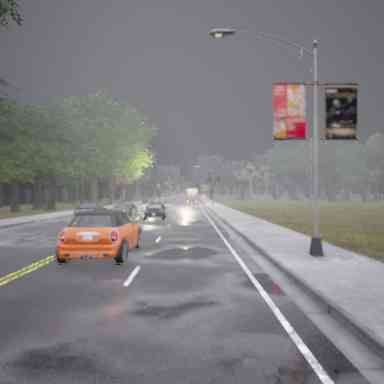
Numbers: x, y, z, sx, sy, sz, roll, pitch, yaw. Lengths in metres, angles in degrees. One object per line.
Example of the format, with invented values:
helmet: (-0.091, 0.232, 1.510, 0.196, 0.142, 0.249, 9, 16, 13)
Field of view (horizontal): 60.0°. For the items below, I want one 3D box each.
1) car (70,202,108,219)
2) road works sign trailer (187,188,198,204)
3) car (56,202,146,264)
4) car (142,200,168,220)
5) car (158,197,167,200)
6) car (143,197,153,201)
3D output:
car: (-9.912, 1.746, 32.448, 2.033, 1.411, 5.357, 0, 0, 0)
road works sign trailer: (0.067, 0.921, 73.782, 2.380, 3.560, 2.880, 0, 0, 0)
car: (-3.170, 1.425, 12.227, 2.097, 1.767, 4.553, 0, 0, 0)
car: (-3.213, 1.708, 30.149, 1.812, 1.442, 4.674, 0, 0, 0)
car: (-6.432, 1.806, 73.624, 1.812, 1.442, 4.674, 0, 0, 0)
car: (-9.685, 1.868, 73.234, 1.994, 1.385, 4.181, 0, 0, 0)
